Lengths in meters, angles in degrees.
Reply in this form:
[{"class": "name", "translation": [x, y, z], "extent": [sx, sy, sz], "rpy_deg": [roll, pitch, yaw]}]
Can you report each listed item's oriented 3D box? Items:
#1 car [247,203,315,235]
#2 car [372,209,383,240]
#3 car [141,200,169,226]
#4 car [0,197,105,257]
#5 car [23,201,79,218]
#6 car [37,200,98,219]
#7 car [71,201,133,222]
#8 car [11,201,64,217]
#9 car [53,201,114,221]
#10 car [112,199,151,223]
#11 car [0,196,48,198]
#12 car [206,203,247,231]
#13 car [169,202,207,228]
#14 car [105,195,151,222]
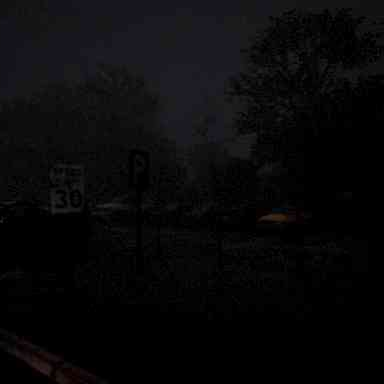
[{"class": "car", "translation": [5.396, 1.414, 18.941], "extent": [1.946, 1.575, 5.366], "rpy_deg": [-1, 0, 37]}, {"class": "car", "translation": [9.911, 1.379, 15.706], "extent": [2.163, 1.488, 4.792], "rpy_deg": [-1, 0, 37]}, {"class": "car", "translation": [-1.115, 1.515, 24.132], "extent": [2.097, 1.535, 5.008], "rpy_deg": [-1, 0, 37]}, {"class": "car", "translation": [-6.153, 1.326, 11.487], "extent": [2.435, 2.045, 5.566], "rpy_deg": [-1, 0, 37]}, {"class": "car", "translation": [-14.392, 1.731, 34.184], "extent": [2.163, 1.488, 4.792], "rpy_deg": [0, 0, 37]}, {"class": "car", "translation": [-12.056, 1.669, 32.676], "extent": [1.946, 1.575, 5.366], "rpy_deg": [-1, 0, 37]}, {"class": "car", "translation": [-7.750, 1.615, 29.163], "extent": [2.231, 1.521, 4.892], "rpy_deg": [-1, 0, 37]}, {"class": "car", "translation": [-16.572, 1.750, 35.914], "extent": [2.163, 1.488, 4.792], "rpy_deg": [0, 0, 37]}, {"class": "car", "translation": [-9.960, 1.645, 30.844], "extent": [2.097, 1.535, 5.008], "rpy_deg": [-1, 0, 37]}, {"class": "car", "translation": [-3.325, 1.548, 25.812], "extent": [2.097, 1.535, 5.008], "rpy_deg": [-1, 0, 37]}, {"class": "car", "translation": [-18.818, 1.488, 37.548], "extent": [2.435, 2.045, 5.566], "rpy_deg": [0, 0, 37]}, {"class": "car", "translation": [3.318, 1.478, 20.792], "extent": [2.163, 1.488, 4.792], "rpy_deg": [-1, 0, 37]}, {"class": "car", "translation": [1.095, 1.483, 22.453], "extent": [2.231, 1.521, 4.892], "rpy_deg": [-1, 0, 37]}, {"class": "car", "translation": [-5.559, 1.330, 27.466], "extent": [2.435, 2.045, 5.566], "rpy_deg": [-1, 0, 37]}]
